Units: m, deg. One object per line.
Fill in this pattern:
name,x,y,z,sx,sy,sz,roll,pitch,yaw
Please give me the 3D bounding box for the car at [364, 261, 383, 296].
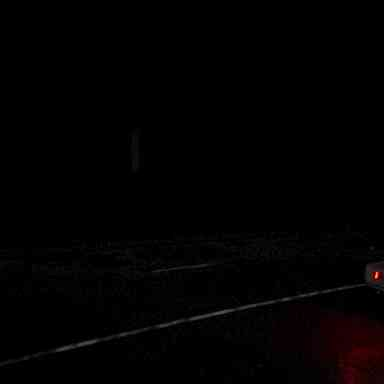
car,5.815,1.600,6.550,4.718,1.301,1.895,0,0,-24
